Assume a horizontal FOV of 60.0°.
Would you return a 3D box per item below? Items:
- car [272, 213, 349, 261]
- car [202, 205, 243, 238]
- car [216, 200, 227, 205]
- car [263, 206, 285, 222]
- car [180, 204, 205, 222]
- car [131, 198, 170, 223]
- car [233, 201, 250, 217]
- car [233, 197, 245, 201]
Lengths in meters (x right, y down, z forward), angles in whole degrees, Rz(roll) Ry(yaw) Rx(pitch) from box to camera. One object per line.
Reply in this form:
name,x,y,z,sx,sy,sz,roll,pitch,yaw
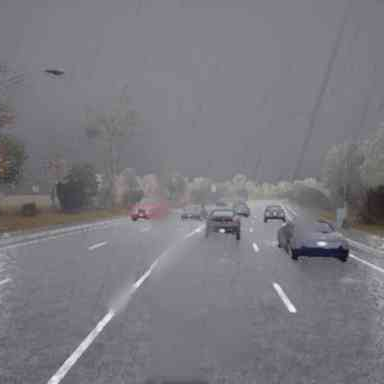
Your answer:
car,4.600,1.741,13.205,1.994,1.385,4.181,0,-1,6
car,1.881,1.739,19.224,1.837,1.490,4.892,0,-1,8
car,6.188,2.426,69.696,1.895,1.301,4.718,0,-1,14
car,7.466,1.939,30.265,2.033,1.411,5.357,0,-1,12
car,0.220,1.862,30.686,1.837,1.490,4.892,0,-1,12
car,-3.573,1.547,29.679,2.150,2.045,5.566,0,-1,12
car,5.340,2.018,36.661,1.994,1.385,4.181,0,-1,13
car,10.126,2.074,71.005,2.150,2.045,5.566,0,-1,14
